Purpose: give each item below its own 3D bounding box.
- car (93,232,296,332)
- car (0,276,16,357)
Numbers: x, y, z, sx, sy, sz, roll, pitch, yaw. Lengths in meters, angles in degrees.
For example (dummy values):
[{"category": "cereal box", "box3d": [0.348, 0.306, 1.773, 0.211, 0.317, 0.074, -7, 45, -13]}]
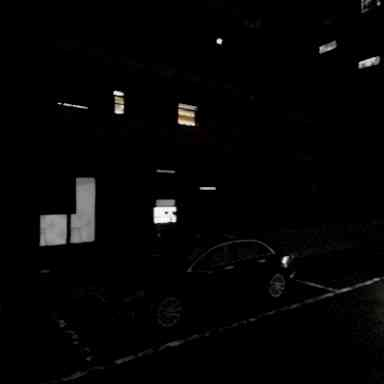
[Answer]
[{"category": "car", "box3d": [0.261, 1.545, 6.735, 4.403, 1.369, 2.008, 0, 1, -36]}, {"category": "car", "box3d": [-4.272, 1.569, 3.500, 4.313, 1.339, 1.947, 0, 1, -36]}]
